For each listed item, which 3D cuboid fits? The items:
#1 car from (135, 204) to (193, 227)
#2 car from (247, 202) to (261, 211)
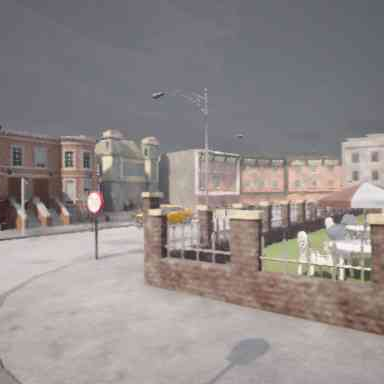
[{"bbox_3d":[-1.946,1.664,23.946,1.882,1.535,5.008,-1,0,36],"label":"car"},{"bbox_3d":[7.041,1.749,36.471,1.994,1.385,4.181,-1,0,36],"label":"car"}]
